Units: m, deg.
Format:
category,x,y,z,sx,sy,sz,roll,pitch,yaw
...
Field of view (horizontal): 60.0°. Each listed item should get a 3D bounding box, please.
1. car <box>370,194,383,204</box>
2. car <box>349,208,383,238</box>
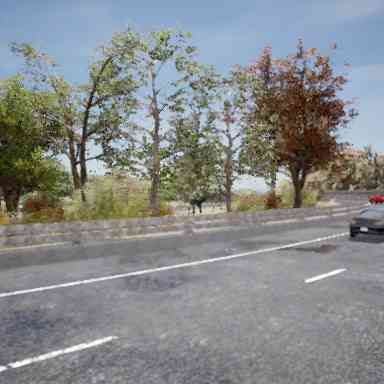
category,x,y,z,sx,sy,sz,roll,pitch,yaw
car,37.029,1.364,65.741,2.150,2.045,5.566,0,0,12
car,9.605,1.570,17.051,1.812,1.442,4.674,0,0,45
